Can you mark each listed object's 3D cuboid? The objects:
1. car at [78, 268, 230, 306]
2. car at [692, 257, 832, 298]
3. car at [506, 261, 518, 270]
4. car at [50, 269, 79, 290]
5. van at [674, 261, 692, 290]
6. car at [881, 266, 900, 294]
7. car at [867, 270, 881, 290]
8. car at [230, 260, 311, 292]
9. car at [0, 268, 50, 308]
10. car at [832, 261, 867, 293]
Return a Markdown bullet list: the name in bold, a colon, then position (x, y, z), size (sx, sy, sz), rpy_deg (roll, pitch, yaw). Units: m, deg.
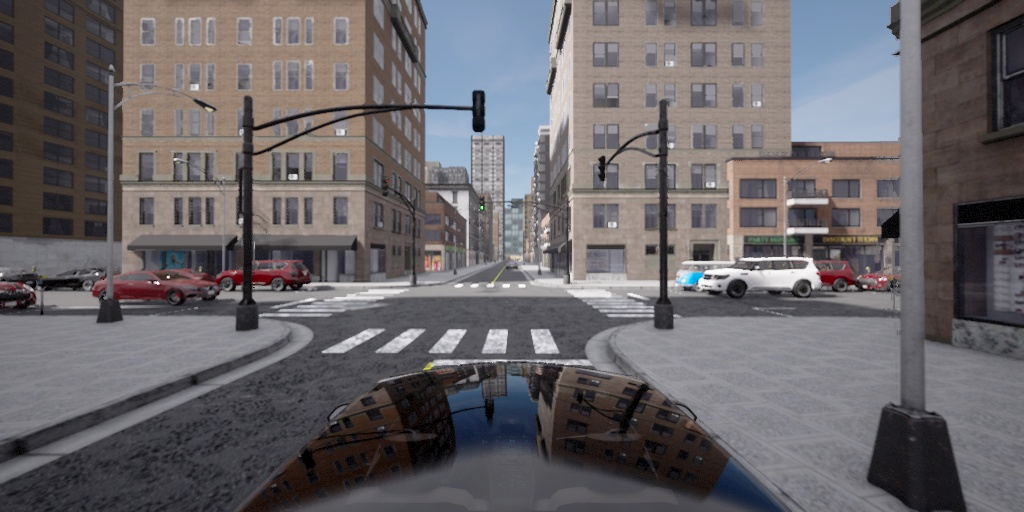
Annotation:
- **car**: position (-15.573, 1.351, 15.792), size (4.674, 1.442, 1.812), rpy_deg (0, 0, 0)
- **car**: position (12.942, 1.088, 18.848), size (5.566, 2.045, 2.150), rpy_deg (0, 0, 0)
- **car**: position (-0.010, 1.699, 63.963), size (1.994, 1.385, 4.181), rpy_deg (0, 0, 0)
- **car**: position (-25.977, 1.415, 21.787), size (4.313, 1.339, 1.948), rpy_deg (0, 0, 0)
- **van**: position (12.017, 1.222, 21.606), size (3.998, 1.789, 1.690), rpy_deg (0, 0, 0)
- **car**: position (22.907, 1.379, 18.801), size (4.892, 1.490, 1.837), rpy_deg (0, 0, 0)
- **car**: position (23.209, 1.330, 21.553), size (4.097, 1.591, 1.967), rpy_deg (0, 0, 0)
- **car**: position (-14.930, 1.174, 21.735), size (5.009, 1.841, 2.192), rpy_deg (0, 0, 0)
- **car**: position (-20.468, 1.246, 13.235), size (4.097, 1.591, 1.967), rpy_deg (0, 0, 0)
- **car**: position (17.614, 1.201, 21.580), size (5.009, 1.841, 2.192), rpy_deg (0, 0, 0)
